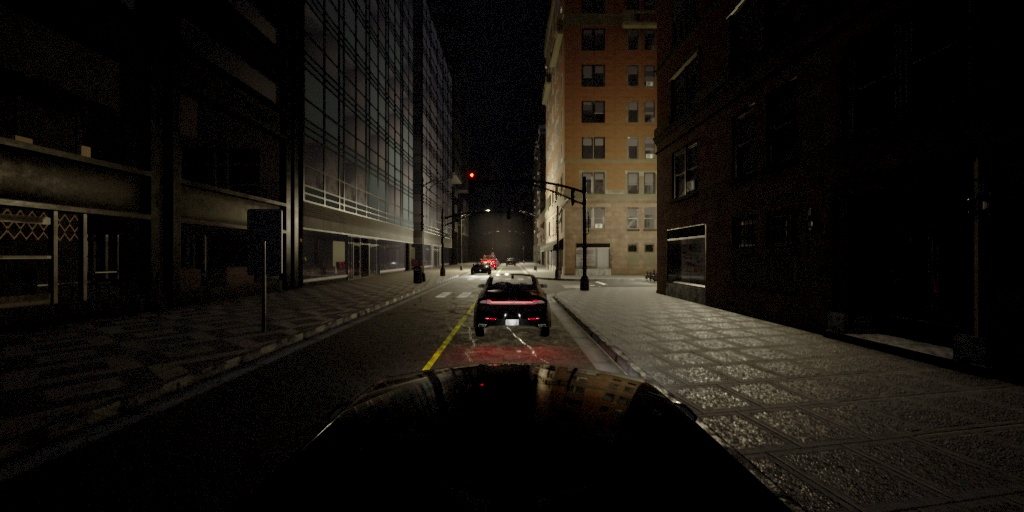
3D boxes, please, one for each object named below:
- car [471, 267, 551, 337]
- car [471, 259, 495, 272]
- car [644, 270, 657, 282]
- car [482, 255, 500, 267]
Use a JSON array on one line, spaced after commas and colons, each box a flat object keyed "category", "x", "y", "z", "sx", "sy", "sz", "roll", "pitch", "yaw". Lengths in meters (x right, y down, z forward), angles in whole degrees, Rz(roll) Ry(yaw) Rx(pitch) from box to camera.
[{"category": "car", "x": 0.016, "y": 1.239, "z": 10.286, "sx": 2.128, "sy": 1.511, "sz": 4.902, "roll": 0, "pitch": 0, "yaw": 0}, {"category": "car", "x": -3.211, "y": 1.289, "z": 38.158, "sx": 1.994, "sy": 1.385, "sz": 4.181, "roll": 0, "pitch": 0, "yaw": 0}, {"category": "car", "x": 12.568, "y": 1.249, "z": 26.126, "sx": 5.357, "sy": 1.411, "sz": 2.033, "roll": 0, "pitch": 0, "yaw": -1}, {"category": "car", "x": -3.234, "y": 0.938, "z": 50.682, "sx": 2.150, "sy": 2.045, "sz": 5.566, "roll": 0, "pitch": 0, "yaw": 0}]
